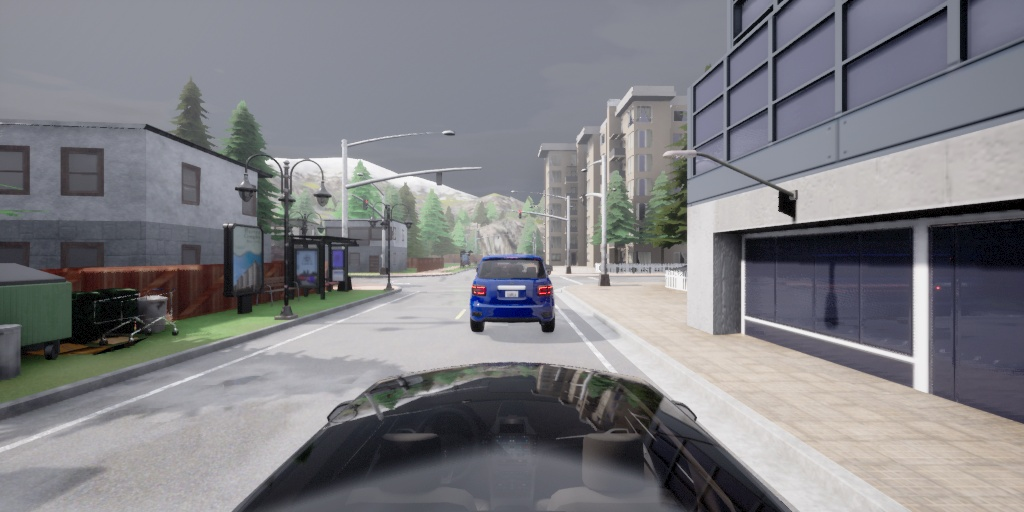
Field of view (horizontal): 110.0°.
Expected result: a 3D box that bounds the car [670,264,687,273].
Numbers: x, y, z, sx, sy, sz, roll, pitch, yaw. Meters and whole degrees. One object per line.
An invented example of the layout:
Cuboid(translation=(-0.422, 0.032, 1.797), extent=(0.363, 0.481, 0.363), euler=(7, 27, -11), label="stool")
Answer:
Cuboid(translation=(16.500, 1.270, 31.858), extent=(4.892, 1.490, 1.837), euler=(0, 0, -2), label="car")

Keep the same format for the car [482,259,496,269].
Cuboid(translation=(-3.592, 1.227, 57.708), extent=(1.882, 1.535, 5.008), euler=(0, 0, 0), label="car")

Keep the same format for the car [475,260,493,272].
Cuboid(translation=(-3.599, 1.297, 47.279), extent=(2.033, 1.411, 5.357), euler=(0, 0, 0), label="car")

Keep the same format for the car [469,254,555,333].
Cuboid(translation=(0.050, 0.971, 10.939), extent=(2.150, 2.045, 5.566), euler=(0, 0, 1), label="car")
